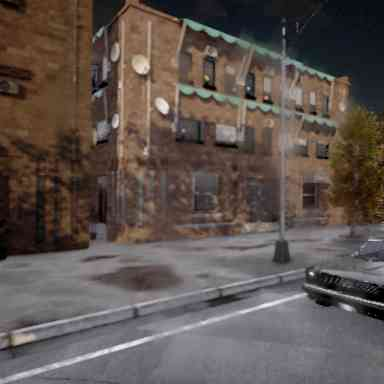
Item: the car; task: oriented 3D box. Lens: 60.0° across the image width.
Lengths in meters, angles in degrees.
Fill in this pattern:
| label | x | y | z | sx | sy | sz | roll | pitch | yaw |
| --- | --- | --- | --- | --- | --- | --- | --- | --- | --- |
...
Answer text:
| label | x | y | z | sx | sy | sz | roll | pitch | yaw |
| --- | --- | --- | --- | --- | --- | --- | --- | --- | --- |
| car | 4.372 | 1.613 | 6.801 | 4.718 | 1.301 | 1.895 | 0 | 0 | -35 |
